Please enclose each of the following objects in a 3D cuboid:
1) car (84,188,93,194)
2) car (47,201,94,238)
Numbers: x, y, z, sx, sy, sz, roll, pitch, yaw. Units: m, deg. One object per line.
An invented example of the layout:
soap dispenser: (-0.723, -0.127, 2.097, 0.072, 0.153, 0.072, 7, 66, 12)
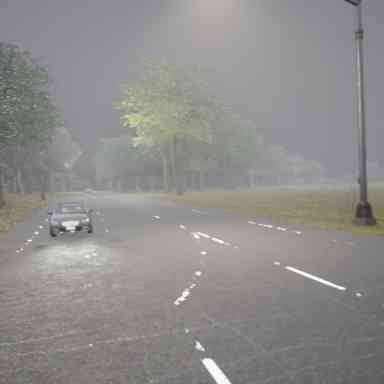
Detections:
car: (-26.816, -0.191, 86.399, 1.837, 1.490, 4.892, -3, 2, -14)
car: (-6.109, 1.263, 16.836, 2.128, 1.511, 4.902, -3, 2, -19)
